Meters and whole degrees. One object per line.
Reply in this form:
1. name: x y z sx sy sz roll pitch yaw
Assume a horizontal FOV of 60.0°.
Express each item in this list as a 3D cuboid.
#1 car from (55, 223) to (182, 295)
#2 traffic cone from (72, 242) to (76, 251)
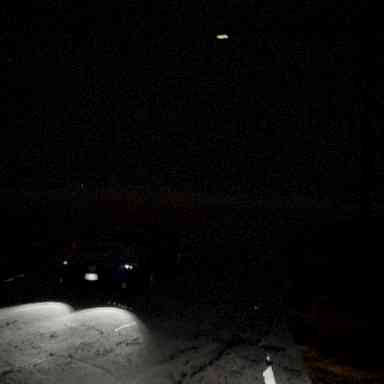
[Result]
1. car: -1.615 1.526 8.662 1.994 1.385 4.181 1 0 12
2. traffic cone: -3.730 1.888 10.523 0.340 0.580 0.340 1 0 13
